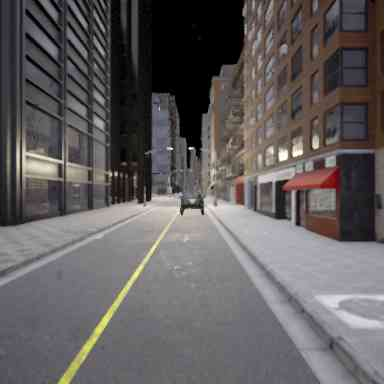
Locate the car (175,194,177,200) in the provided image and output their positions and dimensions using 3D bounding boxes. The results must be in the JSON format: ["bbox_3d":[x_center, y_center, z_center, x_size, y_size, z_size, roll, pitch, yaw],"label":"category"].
[{"bbox_3d":[-2.976,1.015,76.499,1.812,1.442,4.674,0,0,0],"label":"car"}]

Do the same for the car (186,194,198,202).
[{"bbox_3d":[0.020,1.061,61.998,2.033,1.411,5.357,0,0,0],"label":"car"}]

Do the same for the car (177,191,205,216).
[{"bbox_3d":[0.010,0.897,30.704,2.150,2.045,5.566,0,0,0],"label":"car"}]
